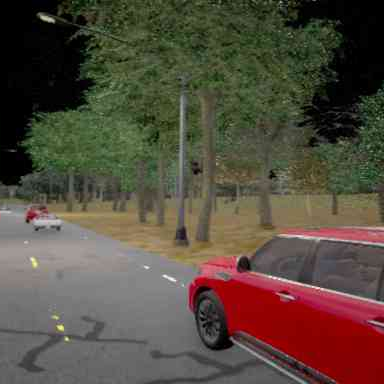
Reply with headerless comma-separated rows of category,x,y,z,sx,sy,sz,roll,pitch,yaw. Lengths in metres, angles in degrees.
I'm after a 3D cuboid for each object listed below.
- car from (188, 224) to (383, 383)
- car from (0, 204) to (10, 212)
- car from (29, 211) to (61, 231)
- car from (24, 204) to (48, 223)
car,2.015,1.423,4.204,2.150,2.045,5.566,2,-2,-29
car,-41.223,3.505,73.287,2.128,1.511,4.902,2,-2,-29
car,-12.070,2.471,27.480,1.895,1.301,4.718,2,-2,-28
car,-17.368,2.361,37.090,2.150,2.045,5.566,2,-2,-28
